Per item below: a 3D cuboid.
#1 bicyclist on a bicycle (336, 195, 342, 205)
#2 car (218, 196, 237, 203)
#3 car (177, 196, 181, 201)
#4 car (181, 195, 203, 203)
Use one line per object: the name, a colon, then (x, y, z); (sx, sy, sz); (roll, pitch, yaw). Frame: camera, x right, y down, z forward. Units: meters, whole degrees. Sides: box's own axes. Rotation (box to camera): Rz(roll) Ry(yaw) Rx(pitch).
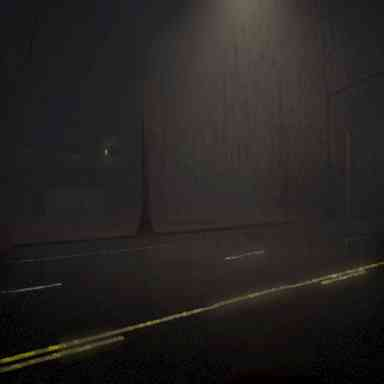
bicyclist on a bicycle: (24.177, 1.301, 54.671); (1.656, 1.620, 0.582); (0, 0, -36)
car: (6.980, 1.571, 65.959); (1.994, 1.385, 4.181); (0, 0, -36)
car: (-1.800, 1.466, 78.184); (1.812, 1.442, 4.674); (0, 0, -36)
car: (0.336, 1.517, 69.209); (1.812, 1.442, 4.674); (0, 0, -36)
